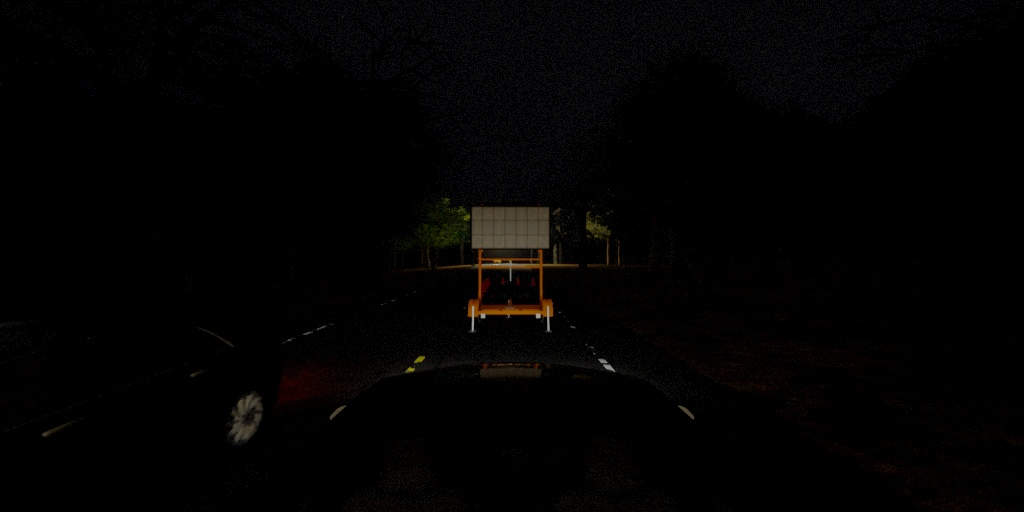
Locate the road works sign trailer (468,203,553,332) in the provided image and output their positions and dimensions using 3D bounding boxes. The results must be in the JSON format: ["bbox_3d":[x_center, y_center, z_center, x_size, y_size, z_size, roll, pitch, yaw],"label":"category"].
[{"bbox_3d":[-0.043,0.214,10.838,2.380,3.560,2.880,0,0,0],"label":"road works sign trailer"}]
